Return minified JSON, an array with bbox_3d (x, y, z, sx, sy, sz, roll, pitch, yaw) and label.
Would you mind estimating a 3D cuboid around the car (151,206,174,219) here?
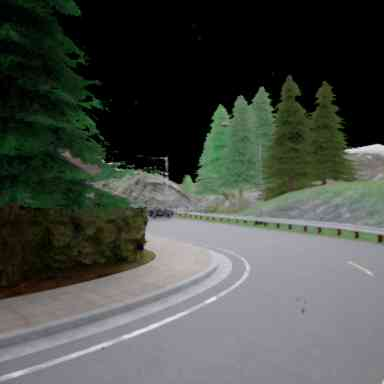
[{"bbox_3d":[-3.760,2.249,36.820,1.895,1.301,4.718,0,-1,-26],"label":"car"}]
